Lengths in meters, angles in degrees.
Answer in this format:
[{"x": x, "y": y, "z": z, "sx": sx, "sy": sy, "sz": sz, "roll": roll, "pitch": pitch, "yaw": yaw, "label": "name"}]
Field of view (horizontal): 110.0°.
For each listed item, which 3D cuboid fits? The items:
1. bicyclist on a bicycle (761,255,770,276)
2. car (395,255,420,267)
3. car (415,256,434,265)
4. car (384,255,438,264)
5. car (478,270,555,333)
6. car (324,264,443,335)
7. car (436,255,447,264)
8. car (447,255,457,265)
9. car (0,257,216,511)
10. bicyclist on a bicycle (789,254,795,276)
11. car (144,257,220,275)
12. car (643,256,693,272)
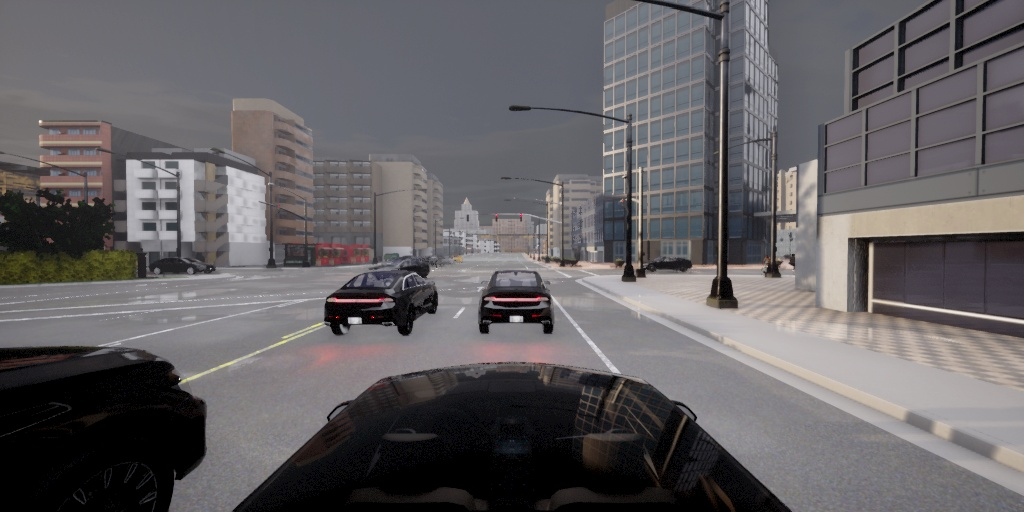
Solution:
[{"x": 19.195, "y": 0.718, "z": 26.861, "sx": 1.656, "sy": 1.620, "sz": 0.582, "roll": -1, "pitch": 1, "yaw": -23, "label": "bicyclist on a bicycle"}, {"x": -14.002, "y": 0.640, "z": 48.433, "sx": 1.882, "sy": 1.535, "sz": 5.008, "roll": 0, "pitch": 0, "yaw": 0, "label": "car"}, {"x": -13.984, "y": 0.679, "z": 57.432, "sx": 1.994, "sy": 1.385, "sz": 4.181, "roll": 0, "pitch": 0, "yaw": 0, "label": "car"}, {"x": -7.822, "y": 0.948, "z": 24.989, "sx": 2.128, "sy": 1.511, "sz": 4.902, "roll": 0, "pitch": 1, "yaw": 29, "label": "car"}, {"x": 0.113, "y": 1.153, "z": 10.369, "sx": 2.128, "sy": 1.511, "sz": 4.902, "roll": 0, "pitch": 1, "yaw": 0, "label": "car"}, {"x": -3.390, "y": 1.154, "z": 10.175, "sx": 2.128, "sy": 1.511, "sz": 4.902, "roll": 0, "pitch": 1, "yaw": 0, "label": "car"}, {"x": -10.508, "y": 0.646, "z": 47.878, "sx": 1.882, "sy": 1.535, "sz": 5.008, "roll": 0, "pitch": 0, "yaw": 0, "label": "car"}, {"x": -10.493, "y": 0.715, "z": 57.221, "sx": 1.895, "sy": 1.301, "sz": 4.718, "roll": 0, "pitch": 0, "yaw": 0, "label": "car"}, {"x": -3.402, "y": 0.970, "z": 0.317, "sx": 2.150, "sy": 2.045, "sz": 5.566, "roll": 0, "pitch": 0, "yaw": 0, "label": "car"}, {"x": 21.136, "y": 0.658, "z": 26.656, "sx": 1.656, "sy": 1.620, "sz": 0.582, "roll": -20, "pitch": -6, "yaw": -27, "label": "bicyclist on a bicycle"}, {"x": -28.710, "y": 0.859, "z": 31.295, "sx": 4.892, "sy": 1.490, "sz": 1.837, "roll": 0, "pitch": 1, "yaw": 1, "label": "car"}, {"x": 14.748, "y": 0.773, "z": 34.567, "sx": 4.902, "sy": 1.511, "sz": 2.128, "roll": 0, "pitch": 1, "yaw": 1, "label": "car"}]
